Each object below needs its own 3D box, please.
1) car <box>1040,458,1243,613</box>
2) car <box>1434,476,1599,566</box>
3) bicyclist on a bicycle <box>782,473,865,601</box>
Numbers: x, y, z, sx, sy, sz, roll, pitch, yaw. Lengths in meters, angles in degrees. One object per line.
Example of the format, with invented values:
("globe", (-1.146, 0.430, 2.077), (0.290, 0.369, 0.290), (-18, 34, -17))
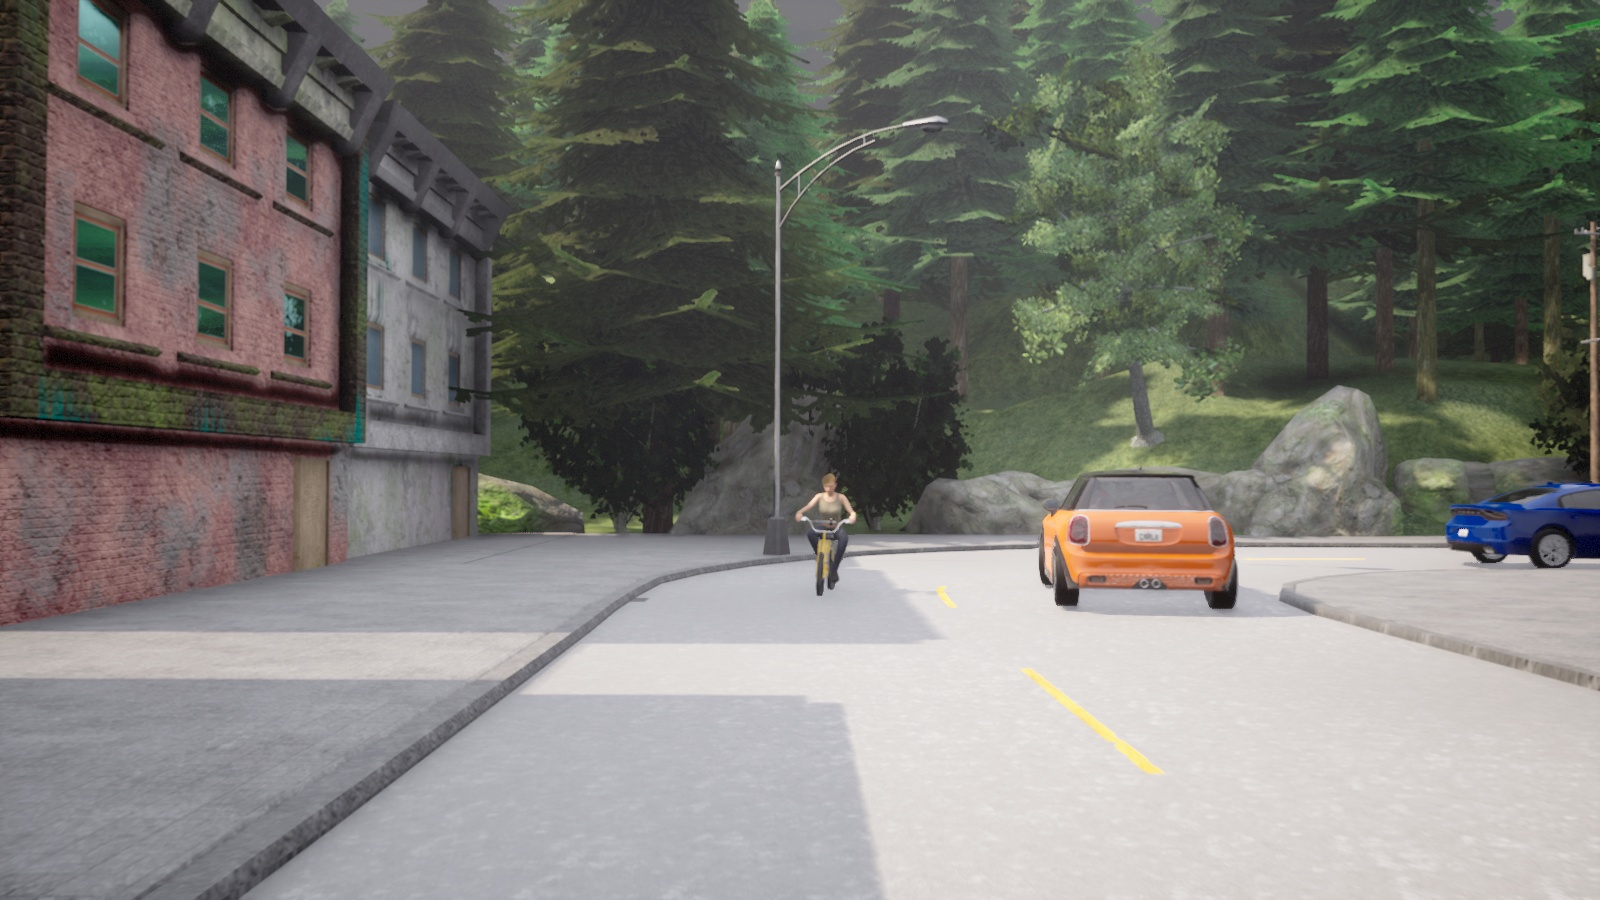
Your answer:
("car", (4.368, 1.029, 16.781), (2.097, 1.767, 4.553), (0, -1, 9))
("car", (14.437, 1.235, 22.726), (5.008, 1.535, 1.882), (0, -1, -4))
("bicyclist on a bicycle", (0.342, 1.125, 16.871), (0.866, 1.612, 1.509), (1, -1, 10))
